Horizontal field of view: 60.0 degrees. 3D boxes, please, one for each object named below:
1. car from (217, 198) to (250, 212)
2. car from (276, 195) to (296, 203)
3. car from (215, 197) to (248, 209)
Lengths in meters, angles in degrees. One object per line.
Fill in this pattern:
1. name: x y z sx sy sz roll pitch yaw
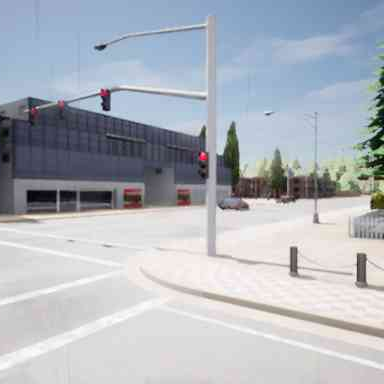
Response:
1. car: 5.022 1.508 38.430 1.994 1.385 4.181 0 0 36
2. car: 14.650 1.140 51.656 1.882 1.535 5.008 0 0 36
3. car: 5.417 1.482 44.957 2.033 1.411 5.357 0 0 36
